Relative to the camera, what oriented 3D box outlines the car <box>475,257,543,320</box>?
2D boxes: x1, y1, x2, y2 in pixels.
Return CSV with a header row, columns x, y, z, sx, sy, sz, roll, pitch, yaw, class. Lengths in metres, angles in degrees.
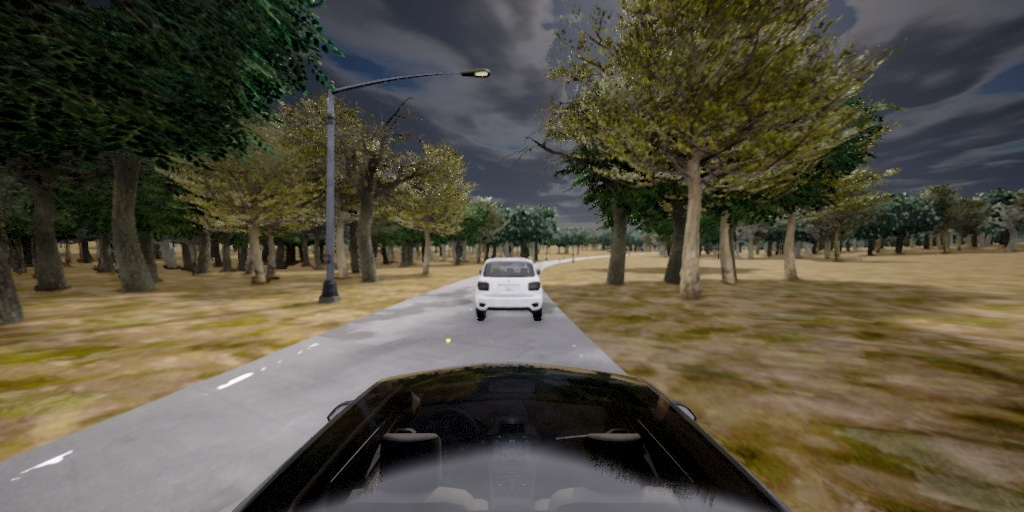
x,y,z,sx,sy,sz,roll,pitch,yaw,class
-0.081,1.083,13.374,2.150,2.045,5.566,0,0,0,car
